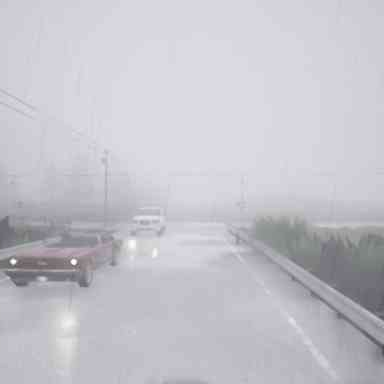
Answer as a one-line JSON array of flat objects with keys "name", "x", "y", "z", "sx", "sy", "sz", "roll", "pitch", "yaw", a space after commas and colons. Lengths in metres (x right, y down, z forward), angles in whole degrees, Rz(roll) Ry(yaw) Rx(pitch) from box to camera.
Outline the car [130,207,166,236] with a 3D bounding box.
[{"name": "car", "x": -3.227, "y": 2.158, "z": 25.341, "sx": 2.150, "sy": 2.045, "sz": 5.566, "roll": 0, "pitch": -2, "yaw": 0}]

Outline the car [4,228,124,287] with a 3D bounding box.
[{"name": "car", "x": -3.475, "y": 1.812, "z": 10.005, "sx": 1.895, "sy": 1.301, "sz": 4.718, "roll": 0, "pitch": -2, "yaw": 1}]
